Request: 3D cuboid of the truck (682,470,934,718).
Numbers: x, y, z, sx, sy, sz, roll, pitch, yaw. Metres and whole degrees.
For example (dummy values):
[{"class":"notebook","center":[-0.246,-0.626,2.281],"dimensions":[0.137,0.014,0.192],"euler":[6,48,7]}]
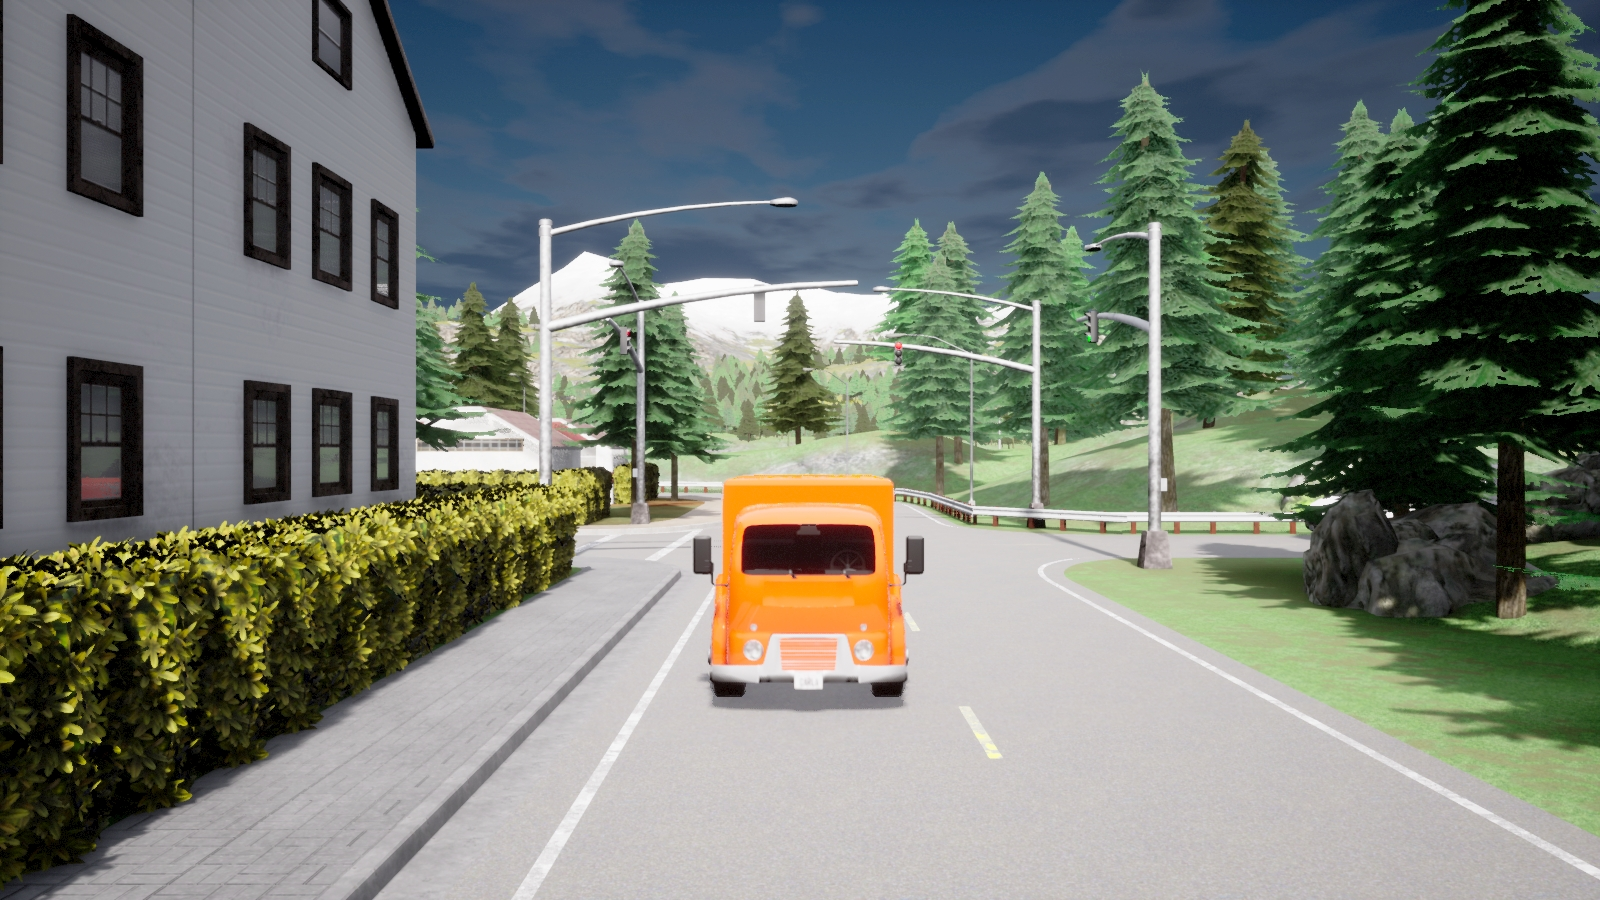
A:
[{"class":"truck","center":[0.101,1.546,14.502],"dimensions":[2.627,2.467,5.204],"euler":[0,0,0]}]
